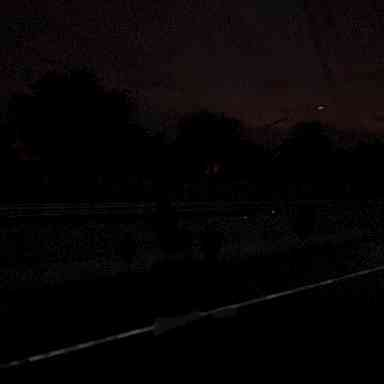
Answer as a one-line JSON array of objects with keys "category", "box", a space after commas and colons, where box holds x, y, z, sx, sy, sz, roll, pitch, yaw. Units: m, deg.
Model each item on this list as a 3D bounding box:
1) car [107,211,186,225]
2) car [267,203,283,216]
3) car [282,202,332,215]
[{"category": "car", "box": [-2.010, 1.607, 15.453, 4.181, 1.385, 1.994, 0, 0, -35]}, {"category": "car", "box": [9.133, 1.690, 31.985, 4.181, 1.385, 1.994, 0, 0, -35]}, {"category": "car", "box": [10.068, 1.685, 28.354, 4.181, 1.385, 1.994, 0, 0, -35]}]
